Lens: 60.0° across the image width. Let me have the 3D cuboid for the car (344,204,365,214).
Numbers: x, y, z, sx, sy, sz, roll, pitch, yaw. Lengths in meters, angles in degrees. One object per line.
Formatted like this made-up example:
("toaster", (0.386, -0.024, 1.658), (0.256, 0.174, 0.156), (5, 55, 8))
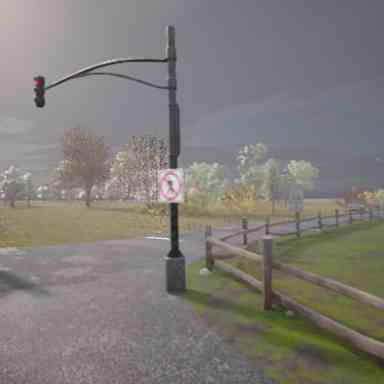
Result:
("car", (24.116, 2.484, 49.212), (2.033, 1.411, 5.357), (-2, -2, 40))
